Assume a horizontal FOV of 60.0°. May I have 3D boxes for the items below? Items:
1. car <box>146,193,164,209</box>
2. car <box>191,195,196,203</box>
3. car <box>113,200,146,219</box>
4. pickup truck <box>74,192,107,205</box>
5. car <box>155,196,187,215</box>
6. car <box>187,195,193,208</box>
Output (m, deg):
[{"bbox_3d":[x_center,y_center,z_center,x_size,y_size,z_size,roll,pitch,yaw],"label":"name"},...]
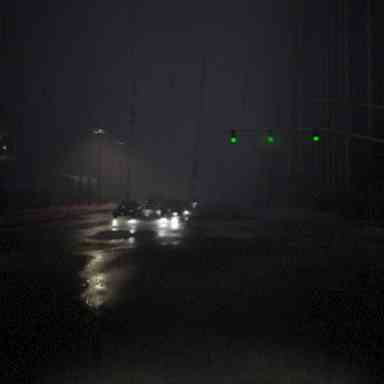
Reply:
[{"bbox_3d":[-4.861,1.168,44.794,2.150,2.045,5.566,0,1,3],"label":"car"},{"bbox_3d":[-0.249,1.404,64.480,1.812,1.442,4.674,0,0,3],"label":"car"},{"bbox_3d":[-5.669,1.513,29.679,1.812,1.442,4.674,0,1,2],"label":"car"},{"bbox_3d":[-17.330,1.088,56.130,2.390,2.098,6.274,0,0,33],"label":"pickup truck"},{"bbox_3d":[-1.990,1.442,32.945,2.128,1.511,4.902,0,0,2],"label":"car"},{"bbox_3d":[-1.334,1.520,45.193,1.895,1.301,4.718,0,0,3],"label":"car"}]
